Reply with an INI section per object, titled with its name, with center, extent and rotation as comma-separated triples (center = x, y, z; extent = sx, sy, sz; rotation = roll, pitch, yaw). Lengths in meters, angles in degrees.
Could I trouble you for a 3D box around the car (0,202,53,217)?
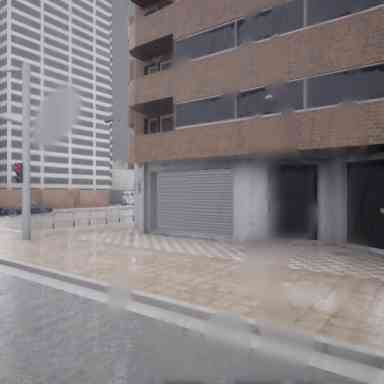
[car]
center = -15.608, 1.600, 31.018
extent = 1.895, 1.301, 4.718
rotation = 0, 0, 36
